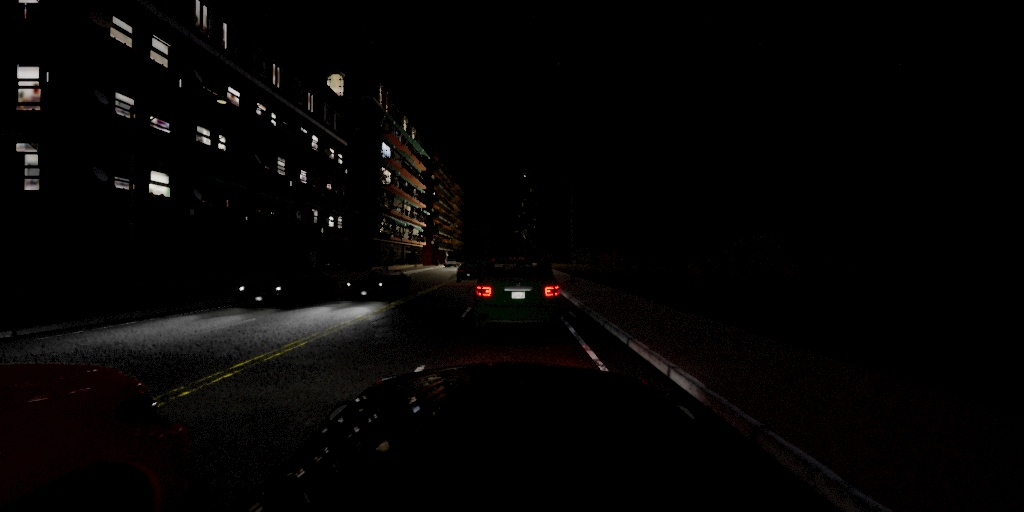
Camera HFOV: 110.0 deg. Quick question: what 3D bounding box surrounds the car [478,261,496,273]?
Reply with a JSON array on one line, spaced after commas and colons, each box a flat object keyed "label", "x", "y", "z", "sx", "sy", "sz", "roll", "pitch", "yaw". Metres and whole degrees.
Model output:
[{"label": "car", "x": -3.150, "y": 1.354, "z": 45.524, "sx": 1.895, "sy": 1.301, "sz": 4.718, "roll": 0, "pitch": 0, "yaw": 0}]

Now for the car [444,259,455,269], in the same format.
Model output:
[{"label": "car", "x": -9.832, "y": 1.278, "z": 58.579, "sx": 1.812, "sy": 1.442, "sz": 4.674, "roll": 0, "pitch": 0, "yaw": 0}]

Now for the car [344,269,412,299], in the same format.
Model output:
[{"label": "car", "x": -6.600, "y": 1.353, "z": 18.198, "sx": 1.895, "sy": 1.301, "sz": 4.718, "roll": 0, "pitch": 0, "yaw": 0}]

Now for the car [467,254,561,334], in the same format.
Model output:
[{"label": "car", "x": 0.101, "y": 0.973, "z": 10.732, "sx": 2.150, "sy": 2.045, "sz": 5.566, "roll": 0, "pitch": 0, "yaw": -1}]

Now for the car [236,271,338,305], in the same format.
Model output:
[{"label": "car", "x": -9.851, "y": 1.353, "z": 16.169, "sx": 1.895, "sy": 1.301, "sz": 4.718, "roll": 0, "pitch": 0, "yaw": 0}]

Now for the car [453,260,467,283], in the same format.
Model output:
[{"label": "car", "x": -3.151, "y": 1.232, "z": 28.363, "sx": 1.882, "sy": 1.535, "sz": 5.008, "roll": 0, "pitch": 0, "yaw": 0}]

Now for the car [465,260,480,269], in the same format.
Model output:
[{"label": "car", "x": -6.580, "y": 1.353, "z": 59.740, "sx": 1.895, "sy": 1.301, "sz": 4.718, "roll": 0, "pitch": 0, "yaw": 0}]
